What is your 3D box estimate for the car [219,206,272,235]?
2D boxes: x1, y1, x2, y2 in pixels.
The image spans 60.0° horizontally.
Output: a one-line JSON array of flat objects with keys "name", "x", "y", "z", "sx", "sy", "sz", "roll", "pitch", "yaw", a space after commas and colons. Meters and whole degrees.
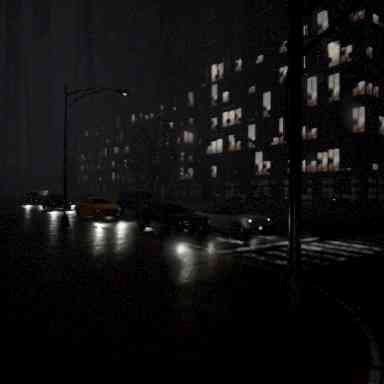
[{"name": "car", "x": 2.050, "y": 1.450, "z": 18.280, "sx": 1.895, "sy": 1.301, "sz": 4.718, "roll": 0, "pitch": 1, "yaw": -39}]

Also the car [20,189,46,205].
[{"name": "car", "x": -19.633, "y": 0.757, "z": 40.668, "sx": 1.837, "sy": 1.490, "sz": 4.892, "roll": 0, "pitch": 1, "yaw": -38}]

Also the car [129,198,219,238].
[{"name": "car", "x": -1.116, "y": 1.290, "z": 17.020, "sx": 1.882, "sy": 1.535, "sz": 5.008, "roll": 0, "pitch": 1, "yaw": -37}]

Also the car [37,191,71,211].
[{"name": "car", "x": -13.258, "y": 0.951, "z": 32.462, "sx": 1.837, "sy": 1.490, "sz": 4.892, "roll": 0, "pitch": 1, "yaw": -38}]

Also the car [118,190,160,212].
[{"name": "car", "x": -3.990, "y": 0.889, "z": 25.926, "sx": 2.150, "sy": 2.045, "sz": 5.566, "roll": 0, "pitch": 1, "yaw": -38}]

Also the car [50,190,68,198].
[{"name": "car", "x": -26.012, "y": 0.352, "z": 64.850, "sx": 1.882, "sy": 1.535, "sz": 5.008, "roll": 0, "pitch": 1, "yaw": -38}]

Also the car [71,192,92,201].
[{"name": "car", "x": -18.295, "y": 0.712, "z": 54.998, "sx": 1.895, "sy": 1.301, "sz": 4.718, "roll": 0, "pitch": 1, "yaw": -38}]

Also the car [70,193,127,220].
[{"name": "car", "x": -6.971, "y": 1.114, "z": 24.457, "sx": 1.882, "sy": 1.535, "sz": 5.008, "roll": 0, "pitch": 1, "yaw": -38}]

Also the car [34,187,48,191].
[{"name": "car", "x": -29.015, "y": 0.061, "z": 63.416, "sx": 2.150, "sy": 2.045, "sz": 5.566, "roll": 0, "pitch": 1, "yaw": -38}]
